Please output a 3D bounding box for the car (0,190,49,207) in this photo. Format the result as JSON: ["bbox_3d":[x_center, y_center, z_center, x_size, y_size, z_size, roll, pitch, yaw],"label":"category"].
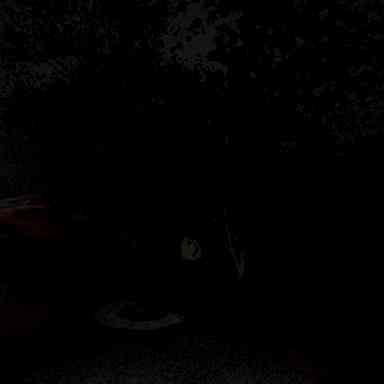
[{"bbox_3d":[-16.418,0.595,31.866,4.792,1.488,2.163,1,2,-30],"label":"car"}]

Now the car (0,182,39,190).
[{"bbox_3d":[-14.981,0.426,29.487,5.566,2.045,2.435,1,2,-30],"label":"car"}]

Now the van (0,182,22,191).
[{"bbox_3d":[-39.782,-1.195,72.851,4.442,1.987,1.878,1,1,-30],"label":"van"}]

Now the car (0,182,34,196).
[{"bbox_3d":[-27.434,-0.439,51.060,5.566,2.045,2.435,1,1,-30],"label":"car"}]

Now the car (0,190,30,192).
[{"bbox_3d":[-12.420,0.892,24.587,5.366,1.575,1.946,1,2,-30],"label":"car"}]

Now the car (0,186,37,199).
[{"bbox_3d":[-23.276,0.072,43.879,5.008,1.535,2.097,1,1,-30],"label":"car"}]

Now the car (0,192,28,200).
[{"bbox_3d":[-8.155,1.100,17.598,4.553,1.767,2.185,1,2,-30],"label":"car"}]

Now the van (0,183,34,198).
[{"bbox_3d":[-24.552,-0.239,46.330,4.442,1.987,1.878,1,1,-30],"label":"van"}]

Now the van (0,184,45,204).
[{"bbox_3d":[-17.724,0.229,34.440,4.442,1.987,1.878,1,2,-30],"label":"van"}]

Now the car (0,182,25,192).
[{"bbox_3d":[-38.528,-1.136,70.377,5.566,2.045,2.435,1,1,-30],"label":"car"}]

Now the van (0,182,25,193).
[{"bbox_3d":[-34.267,-0.849,63.247,4.442,1.987,1.878,1,1,-30],"label":"van"}]

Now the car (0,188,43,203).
[{"bbox_3d":[-19.187,0.378,36.804,4.792,1.488,2.163,1,2,-30],"label":"car"}]

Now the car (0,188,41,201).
[{"bbox_3d":[-20.500,0.284,39.092,4.792,1.488,2.163,1,1,-30],"label":"car"}]

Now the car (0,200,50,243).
[{"bbox_3d":[-6.812,1.335,15.182,5.008,1.535,2.097,1,2,-30],"label":"car"}]

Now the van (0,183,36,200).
[{"bbox_3d":[-21.981,-0.066,41.403,4.442,1.987,1.878,1,1,-30],"label":"van"}]
